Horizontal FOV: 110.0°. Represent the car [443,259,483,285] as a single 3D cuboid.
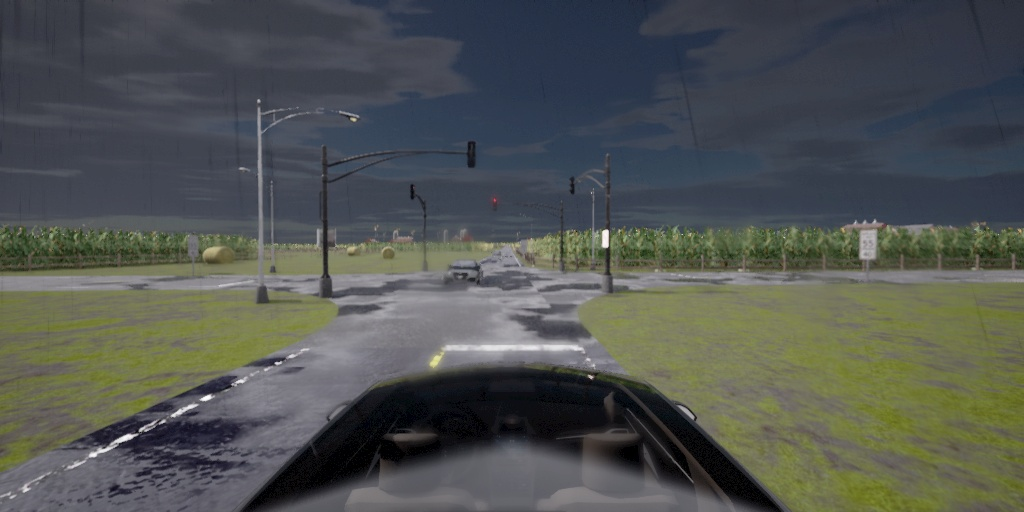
[{"bbox_3d":[-2.753,0.885,21.005,1.994,1.385,4.181,0,1,-1],"label":"car"}]
